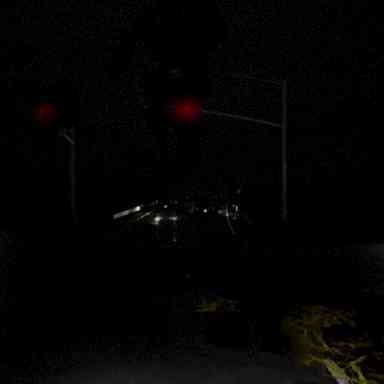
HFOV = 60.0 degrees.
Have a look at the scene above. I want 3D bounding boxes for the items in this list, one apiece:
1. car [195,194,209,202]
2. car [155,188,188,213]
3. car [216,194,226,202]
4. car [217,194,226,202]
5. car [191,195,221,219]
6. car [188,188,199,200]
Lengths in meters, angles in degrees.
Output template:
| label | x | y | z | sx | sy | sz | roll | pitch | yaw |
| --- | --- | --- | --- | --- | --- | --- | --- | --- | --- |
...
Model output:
| label | x | y | z | sx | sy | sz | roll | pitch | yaw |
| --- | --- | --- | --- | --- | --- | --- | --- | --- | --- |
| car | 1.906 | 1.229 | 62.956 | 2.033 | 1.411 | 5.357 | 0 | -2 | 7 |
| car | -2.017 | 0.786 | 31.715 | 2.150 | 2.045 | 5.566 | 0 | 3 | 6 |
| car | 4.840 | 1.059 | 58.453 | 1.812 | 1.442 | 4.674 | 0 | -2 | 7 |
| car | 6.072 | 1.302 | 68.546 | 1.882 | 1.535 | 5.008 | 0 | -1 | 6 |
| car | 1.189 | 1.320 | 27.588 | 1.994 | 1.385 | 4.181 | 0 | 3 | 5 |
| car | -0.292 | 0.471 | 46.973 | 2.150 | 2.045 | 5.566 | 0 | 0 | 7 |
